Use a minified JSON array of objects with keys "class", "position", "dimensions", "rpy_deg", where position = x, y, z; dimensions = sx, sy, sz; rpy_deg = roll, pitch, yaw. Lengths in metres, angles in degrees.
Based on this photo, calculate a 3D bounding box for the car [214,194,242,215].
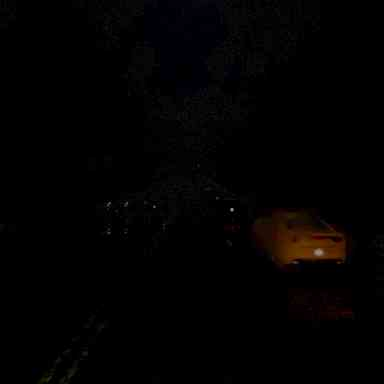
[{"class":"car","position":[3.354,1.230,30.434],"dimensions":[1.837,1.490,4.892],"rpy_deg":[0,0,0]}]

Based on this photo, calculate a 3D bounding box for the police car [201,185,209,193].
[{"class":"police car","position":[3.257,-0.050,66.348],"dimensions":[1.930,1.638,5.238],"rpy_deg":[0,2,0]}]

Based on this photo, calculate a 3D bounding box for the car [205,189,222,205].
[{"class":"car","position":[3.255,0.790,44.260],"dimensions":[2.033,1.649,4.856],"rpy_deg":[0,2,0]}]

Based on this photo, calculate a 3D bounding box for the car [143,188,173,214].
[{"class":"car","position":[-3.343,0.912,32.286],"dimensions":[2.150,2.045,5.566],"rpy_deg":[0,1,0]}]

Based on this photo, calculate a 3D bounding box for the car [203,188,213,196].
[{"class":"car","position":[3.256,0.520,55.254],"dimensions":[1.994,1.385,4.181],"rpy_deg":[0,2,0]}]

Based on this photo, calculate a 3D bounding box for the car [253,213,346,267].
[{"class":"car","position":[3.351,1.435,11.257],"dimensions":[1.882,1.535,5.008],"rpy_deg":[0,0,0]}]

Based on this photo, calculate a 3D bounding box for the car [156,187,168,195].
[{"class":"car","position":[-6.493,-0.254,71.801],"dimensions":[2.033,1.411,5.357],"rpy_deg":[0,3,0]}]

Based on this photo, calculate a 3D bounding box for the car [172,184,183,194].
[{"class":"car","position":[-3.243,-0.644,73.628],"dimensions":[2.150,2.045,5.566],"rpy_deg":[0,3,0]}]

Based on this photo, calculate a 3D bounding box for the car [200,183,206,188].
[{"class":"car","position":[3.258,-0.581,77.211],"dimensions":[2.033,1.649,4.856],"rpy_deg":[0,3,0]}]

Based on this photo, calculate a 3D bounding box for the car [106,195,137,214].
[{"class":"car","position":[-6.592,1.060,31.410],"dimensions":[2.097,1.767,4.553],"rpy_deg":[0,1,0]}]

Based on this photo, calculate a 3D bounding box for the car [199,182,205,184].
[{"class":"car","position":[3.259,-1.262,88.179],"dimensions":[1.882,1.535,5.008],"rpy_deg":[0,4,0]}]
